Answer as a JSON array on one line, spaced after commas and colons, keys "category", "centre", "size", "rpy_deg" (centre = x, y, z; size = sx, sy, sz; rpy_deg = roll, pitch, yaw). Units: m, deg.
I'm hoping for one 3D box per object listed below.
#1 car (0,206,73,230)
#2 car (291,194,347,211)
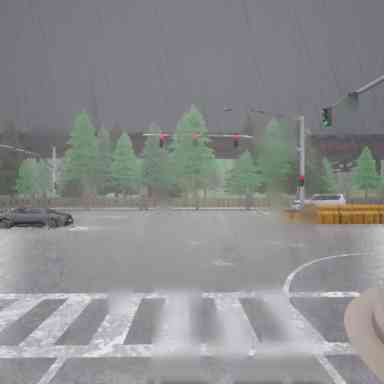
[{"category": "car", "centre": [-9.575, 1.564, 20.533], "size": [4.181, 1.385, 1.994], "rpy_deg": [0, 0, -2]}, {"category": "car", "centre": [13.535, 1.221, 35.445], "size": [5.566, 2.045, 2.150], "rpy_deg": [0, 0, -2]}]
